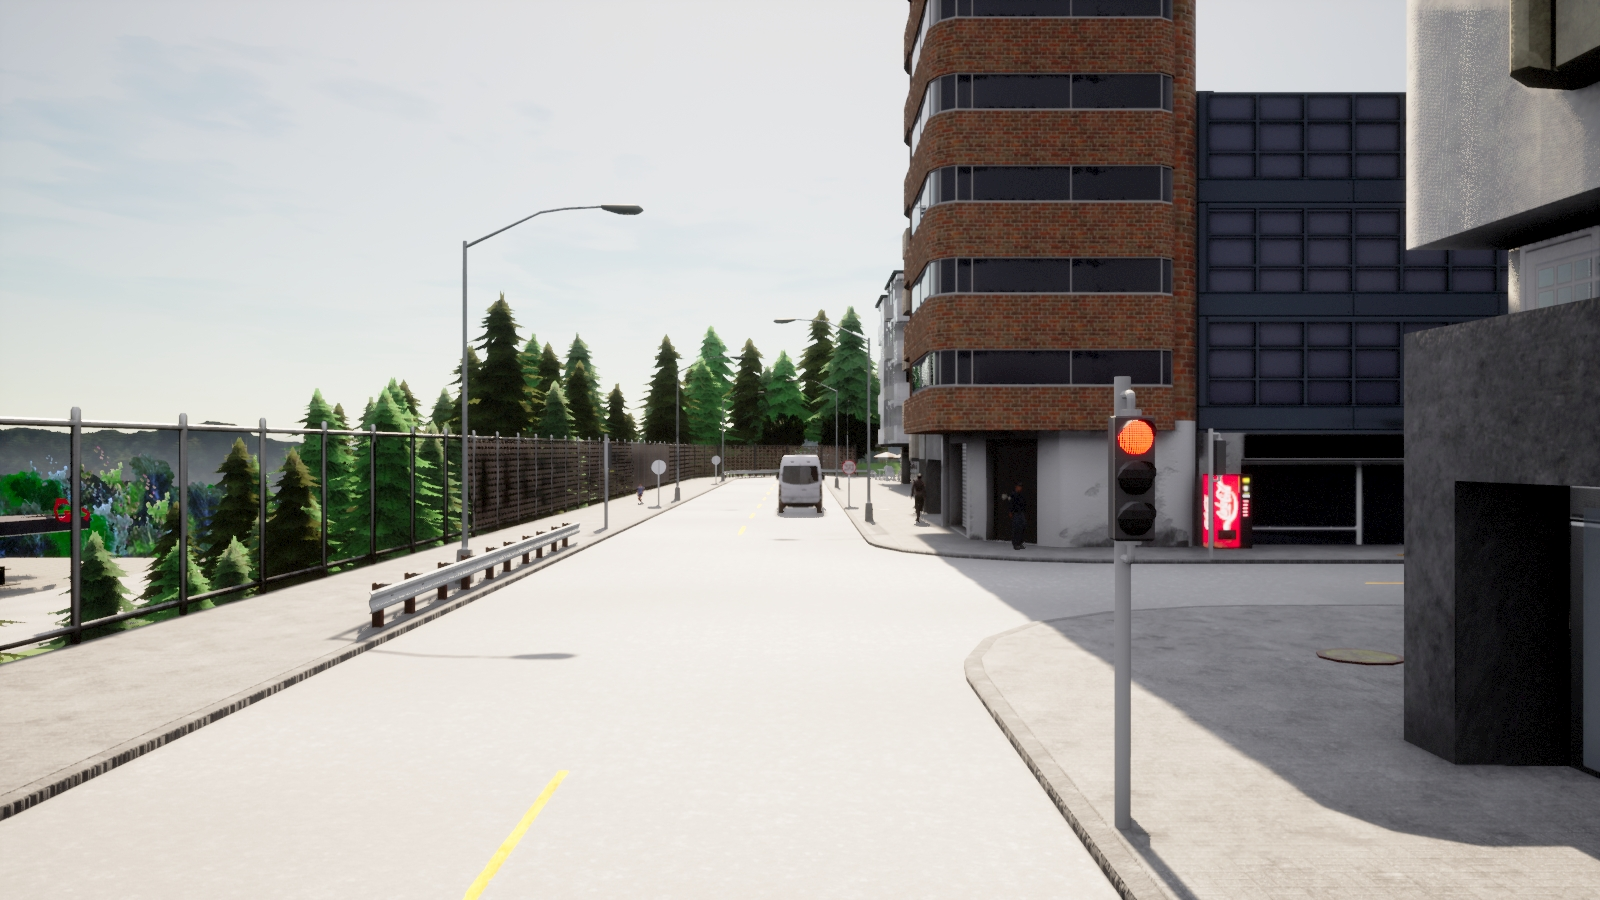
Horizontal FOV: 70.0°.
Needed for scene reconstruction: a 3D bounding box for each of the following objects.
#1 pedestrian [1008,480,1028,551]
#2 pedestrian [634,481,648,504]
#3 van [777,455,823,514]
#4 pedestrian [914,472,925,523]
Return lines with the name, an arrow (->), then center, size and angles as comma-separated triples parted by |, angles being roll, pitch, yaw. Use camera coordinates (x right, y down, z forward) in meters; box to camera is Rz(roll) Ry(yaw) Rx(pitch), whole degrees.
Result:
pedestrian -> 5.767, 1.724, 30.257 | 0.375, 1.860, 0.375 | 0, 0, -20
pedestrian -> -7.809, 2.103, 56.152 | 0.500, 1.100, 0.500 | 0, 0, 18
van -> 0.016, 1.514, 52.630 | 1.988, 2.561, 5.915 | 0, 0, 0
pedestrian -> 4.353, 1.720, 41.727 | 0.375, 1.860, 0.375 | 0, 0, 3
